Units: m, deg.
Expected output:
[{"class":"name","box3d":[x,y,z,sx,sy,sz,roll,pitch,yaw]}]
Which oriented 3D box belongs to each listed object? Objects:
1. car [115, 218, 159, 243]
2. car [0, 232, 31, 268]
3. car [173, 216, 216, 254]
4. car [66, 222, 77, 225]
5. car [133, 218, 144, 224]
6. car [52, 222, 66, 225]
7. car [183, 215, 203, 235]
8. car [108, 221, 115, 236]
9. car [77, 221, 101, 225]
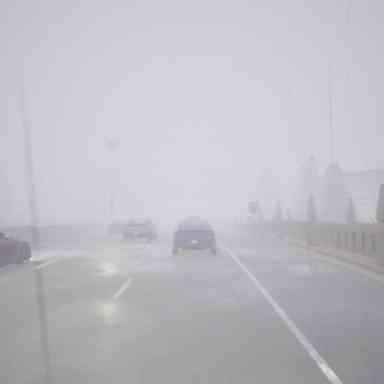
[{"class":"car","box3d":[-3.388,2.572,22.507,2.128,1.511,4.902,0,-5,0]},{"class":"car","box3d":[-6.894,1.833,10.550,1.994,1.385,4.181,0,-3,0]},{"class":"car","box3d":[0.109,2.064,16.210,1.882,1.535,5.008,0,-4,0]},{"class":"car","box3d":[-17.517,5.404,52.485,1.882,1.535,5.008,0,-5,1]},{"class":"car","box3d":[-13.952,7.503,86.892,1.895,1.301,4.718,0,-1,0]},{"class":"car","box3d":[-21.005,5.471,52.452,2.033,1.411,5.357,0,-5,1]},{"class":"car","box3d":[0.121,3.776,38.032,2.150,2.045,5.566,0,-5,0]},{"class":"car","box3d":[-6.882,3.555,32.988,1.882,1.535,5.008,0,-5,0]},{"class":"car","box3d":[-14.031,4.904,46.937,1.837,1.490,4.892,0,-5,1]}]
